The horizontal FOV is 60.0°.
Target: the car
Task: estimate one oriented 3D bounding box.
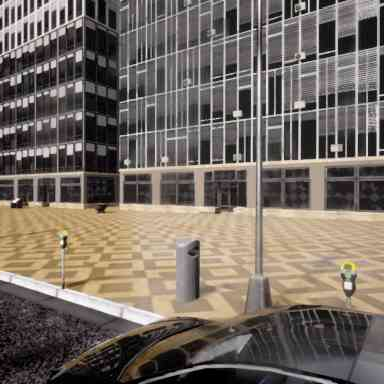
[{"bbox_3d":[0.735,1.566,2.345,4.313,1.339,1.947,0,0,35],"label":"car"}]
